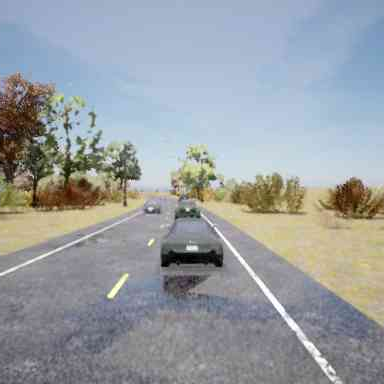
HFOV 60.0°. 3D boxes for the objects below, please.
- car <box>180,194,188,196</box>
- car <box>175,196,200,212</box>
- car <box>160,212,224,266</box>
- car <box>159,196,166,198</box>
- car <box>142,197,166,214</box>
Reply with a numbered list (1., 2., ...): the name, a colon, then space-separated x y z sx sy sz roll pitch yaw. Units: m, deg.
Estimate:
1. car: -1.775 1.469 73.402 2.150 2.045 5.566 0 0 -5
2. car: -0.411 1.472 28.874 2.097 1.767 4.553 0 0 -2
3. car: -0.016 1.617 11.734 1.994 1.385 4.181 0 0 -1
4. car: -6.966 1.470 78.744 1.812 1.442 4.674 0 0 -5
5. car: -4.399 1.644 37.059 2.128 1.511 4.902 0 0 -2
